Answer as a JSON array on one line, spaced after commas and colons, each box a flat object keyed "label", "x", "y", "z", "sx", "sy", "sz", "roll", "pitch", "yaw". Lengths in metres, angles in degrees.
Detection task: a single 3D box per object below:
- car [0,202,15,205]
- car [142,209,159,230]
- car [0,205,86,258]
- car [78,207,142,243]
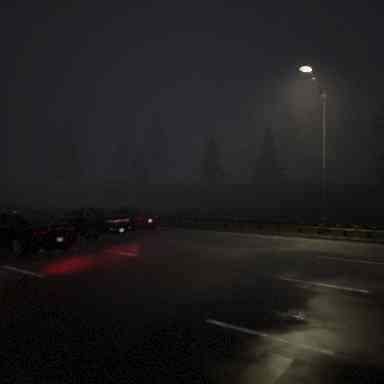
[{"label": "car", "x": -16.190, "y": 1.561, "z": 28.399, "sx": 4.181, "sy": 1.385, "sz": 1.994, "roll": 0, "pitch": 0, "yaw": 36}, {"label": "car", "x": -3.949, "y": 1.563, "z": 19.673, "sx": 4.181, "sy": 1.385, "sz": 1.994, "roll": 0, "pitch": 0, "yaw": 36}, {"label": "car", "x": -6.560, "y": 1.476, "z": 12.925, "sx": 5.008, "sy": 1.535, "sz": 1.882, "roll": 0, "pitch": 0, "yaw": 36}, {"label": "car", "x": -5.080, "y": 1.489, "z": 16.175, "sx": 4.902, "sy": 1.511, "sz": 2.128, "roll": 0, "pitch": 0, "yaw": 36}]
